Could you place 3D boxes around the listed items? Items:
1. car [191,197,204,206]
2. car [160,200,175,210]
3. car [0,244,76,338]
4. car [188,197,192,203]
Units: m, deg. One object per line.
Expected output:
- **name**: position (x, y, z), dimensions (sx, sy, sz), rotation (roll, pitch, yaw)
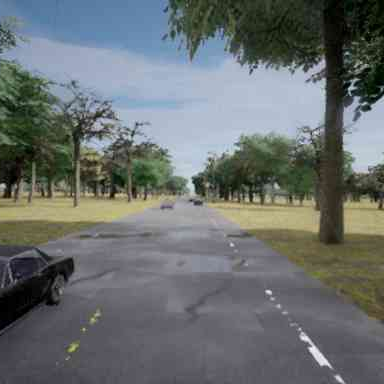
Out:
- **car**: position (1.247, 1.976, 65.892), dimensions (1.837, 1.490, 4.892), rotation (0, 0, 0)
- **car**: position (-3.551, 1.885, 49.004), dimensions (2.033, 1.411, 5.357), rotation (0, 0, 0)
- **car**: position (-3.598, 1.632, 5.398), dimensions (1.895, 1.301, 4.718), rotation (0, 0, 0)
- **car**: position (0.028, 1.988, 82.890), dimensions (1.837, 1.490, 4.892), rotation (0, 0, 0)
